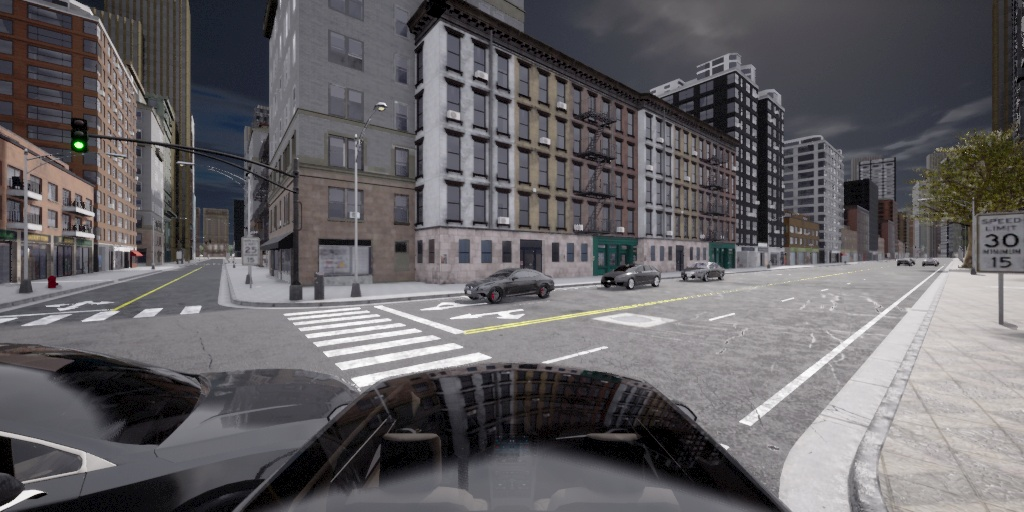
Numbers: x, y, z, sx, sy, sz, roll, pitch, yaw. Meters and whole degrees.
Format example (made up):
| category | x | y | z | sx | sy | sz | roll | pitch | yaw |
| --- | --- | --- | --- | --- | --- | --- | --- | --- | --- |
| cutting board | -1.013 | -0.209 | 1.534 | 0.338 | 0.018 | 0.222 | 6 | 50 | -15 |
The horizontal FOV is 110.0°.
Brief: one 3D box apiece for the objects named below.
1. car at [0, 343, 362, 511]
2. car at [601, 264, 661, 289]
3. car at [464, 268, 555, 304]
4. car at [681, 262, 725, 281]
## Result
| category | x | y | z | sx | sy | sz | roll | pitch | yaw |
| --- | --- | --- | --- | --- | --- | --- | --- | --- | --- |
| car | -3.219 | 1.257 | 1.799 | 4.892 | 1.490 | 1.837 | 0 | 0 | -34 |
| car | 7.690 | 1.259 | 22.978 | 4.892 | 1.490 | 1.837 | 0 | 0 | -39 |
| car | -0.011 | 1.287 | 16.765 | 4.674 | 1.442 | 1.812 | 0 | 0 | -39 |
| car | 15.710 | 1.237 | 29.435 | 4.902 | 1.511 | 2.128 | 0 | 0 | -39 |
